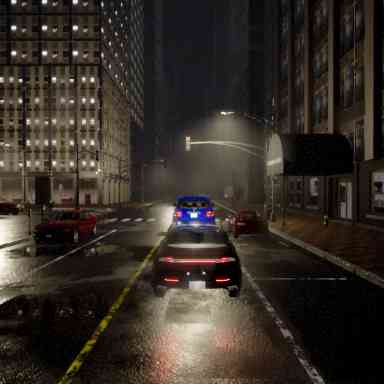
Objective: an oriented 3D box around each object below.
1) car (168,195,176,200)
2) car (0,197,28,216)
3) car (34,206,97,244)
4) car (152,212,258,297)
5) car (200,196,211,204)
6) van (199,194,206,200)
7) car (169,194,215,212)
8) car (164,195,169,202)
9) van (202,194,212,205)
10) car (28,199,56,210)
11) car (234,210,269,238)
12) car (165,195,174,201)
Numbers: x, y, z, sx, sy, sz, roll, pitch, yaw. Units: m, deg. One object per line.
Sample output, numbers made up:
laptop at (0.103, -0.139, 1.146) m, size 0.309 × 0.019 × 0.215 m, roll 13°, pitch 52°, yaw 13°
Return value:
car at (-5.657, 1.533, 94.915) m, size 1.947 × 1.339 × 4.313 m, roll 0°, pitch 0°, yaw 0°
car at (-18.597, 1.308, 31.109) m, size 5.009 × 1.841 × 2.192 m, roll 0°, pitch 0°, yaw 1°
car at (-5.819, 1.543, 15.765) m, size 1.887 × 1.381 × 4.507 m, roll 0°, pitch 0°, yaw 0°
car at (0.102, 1.491, 8.538) m, size 2.128 × 1.511 × 4.902 m, roll 0°, pitch 0°, yaw 0°
car at (2.711, 1.535, 66.427) m, size 2.008 × 1.369 × 4.403 m, roll 0°, pitch 0°, yaw 0°
van at (2.720, 1.312, 89.214) m, size 1.690 × 1.788 × 3.998 m, roll 0°, pitch 0°, yaw 0°
car at (0.096, 1.219, 18.457) m, size 2.150 × 2.045 × 5.566 m, roll 0°, pitch 0°, yaw 0°
car at (-5.664, 1.524, 77.825) m, size 1.887 × 1.381 × 4.507 m, roll 0°, pitch 0°, yaw 0°
van at (2.708, 1.328, 60.731) m, size 1.690 × 1.788 × 3.998 m, roll 0°, pitch 0°, yaw 0°
car at (-18.507, 1.498, 39.491) m, size 4.403 × 1.369 × 2.008 m, roll 0°, pitch 0°, yaw 1°
car at (2.821, 1.580, 17.138) m, size 1.802 × 1.307 × 4.206 m, roll 0°, pitch 0°, yaw 0°
car at (-5.662, 1.541, 83.522) m, size 1.947 × 1.339 × 4.313 m, roll 0°, pitch 0°, yaw 0°
